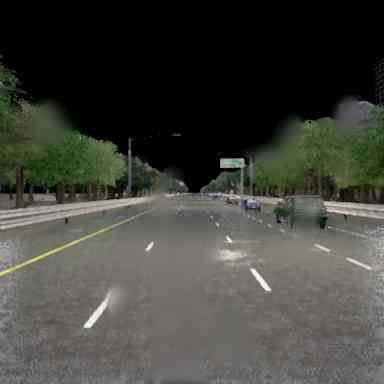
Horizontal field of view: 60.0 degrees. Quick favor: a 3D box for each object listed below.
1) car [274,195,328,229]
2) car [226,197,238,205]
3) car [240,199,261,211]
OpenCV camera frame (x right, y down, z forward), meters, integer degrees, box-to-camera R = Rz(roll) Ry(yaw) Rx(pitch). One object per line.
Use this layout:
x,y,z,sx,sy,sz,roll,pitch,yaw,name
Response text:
7.023,1.239,21.988,2.150,2.045,5.566,0,0,0,car
7.187,1.570,60.220,1.812,1.442,4.674,0,0,0,car
7.081,1.564,40.360,1.812,1.442,4.674,0,0,0,car
